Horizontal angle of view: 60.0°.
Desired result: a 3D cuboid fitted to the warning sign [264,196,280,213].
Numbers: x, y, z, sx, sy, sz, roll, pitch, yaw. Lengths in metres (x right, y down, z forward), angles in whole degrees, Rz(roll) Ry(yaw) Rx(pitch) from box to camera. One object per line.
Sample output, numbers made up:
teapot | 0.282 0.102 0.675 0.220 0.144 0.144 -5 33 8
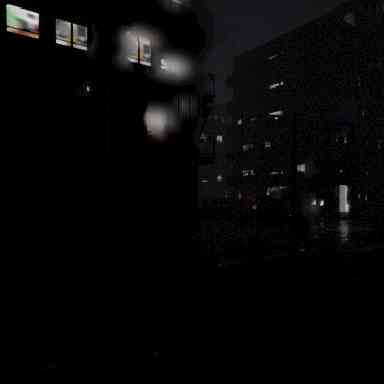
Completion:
warning sign | 8.906 1.400 36.979 1.300 1.860 1.060 1 0 -36

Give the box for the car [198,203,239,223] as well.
car | 1.699 1.874 28.653 1.802 1.307 4.206 -1 0 -36

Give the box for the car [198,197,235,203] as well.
car | 1.922 1.590 38.063 2.150 2.045 5.566 0 -1 -37

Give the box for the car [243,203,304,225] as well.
car | 6.486 1.824 26.511 1.895 1.301 4.718 0 -1 -37

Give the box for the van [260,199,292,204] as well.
van | 8.424 1.602 33.589 1.690 1.788 3.998 -1 0 -36

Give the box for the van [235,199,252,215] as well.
van | 5.096 1.676 38.095 1.690 1.788 3.998 -1 0 -36
